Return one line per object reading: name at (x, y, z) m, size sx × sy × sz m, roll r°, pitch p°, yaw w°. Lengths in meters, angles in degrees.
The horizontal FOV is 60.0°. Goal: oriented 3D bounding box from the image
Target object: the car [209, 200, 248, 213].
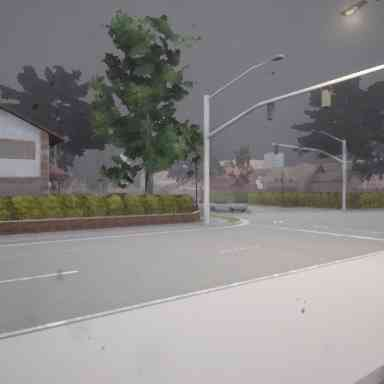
car at (3.869, 1.510, 36.329) m, size 1.895 × 1.301 × 4.718 m, roll 0°, pitch 0°, yaw -36°
